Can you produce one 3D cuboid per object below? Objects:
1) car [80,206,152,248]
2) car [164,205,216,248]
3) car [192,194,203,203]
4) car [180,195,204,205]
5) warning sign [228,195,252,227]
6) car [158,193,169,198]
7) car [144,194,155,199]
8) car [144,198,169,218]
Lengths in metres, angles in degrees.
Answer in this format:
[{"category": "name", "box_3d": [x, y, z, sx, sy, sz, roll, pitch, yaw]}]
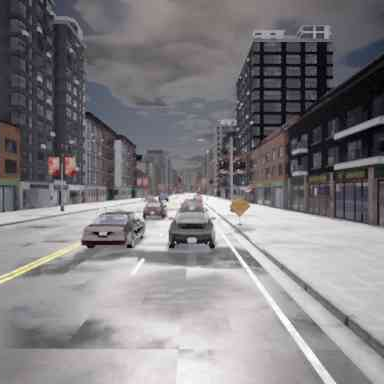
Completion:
[{"category": "car", "box_3d": [-3.250, 1.567, 14.651, 2.033, 1.411, 5.357, 0, 0, 0]}, {"category": "car", "box_3d": [0.000, 1.520, 14.651, 1.837, 1.490, 4.892, 0, 0, 0]}, {"category": "car", "box_3d": [1.137, 1.410, 69.814, 2.097, 1.767, 4.553, 0, 0, 0]}, {"category": "car", "box_3d": [0.000, 1.382, 29.621, 2.097, 1.767, 4.553, 0, 0, 0]}, {"category": "warning sign", "box_3d": [2.853, 1.121, 19.841, 1.300, 1.860, 1.060, 0, 0, 0]}, {"category": "car", "box_3d": [-6.500, 1.229, 76.680, 2.150, 2.045, 5.566, 0, 0, 0]}, {"category": "car", "box_3d": [-9.750, 1.359, 76.740, 2.097, 1.767, 4.553, 0, 0, 0]}, {"category": "car", "box_3d": [-3.250, 1.549, 29.651, 1.812, 1.442, 4.674, 0, 0, 0]}]
